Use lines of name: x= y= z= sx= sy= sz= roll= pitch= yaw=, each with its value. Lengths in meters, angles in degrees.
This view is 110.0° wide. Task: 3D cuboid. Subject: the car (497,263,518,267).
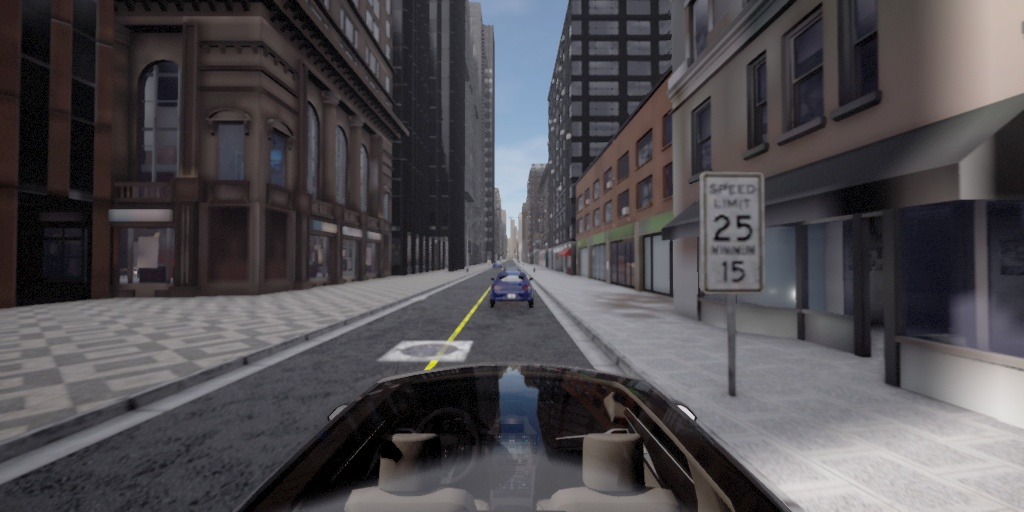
car: x=-0.015 y=1.561 z=31.139 sx=1.994 sy=1.385 sz=4.181 roll=0 pitch=0 yaw=0

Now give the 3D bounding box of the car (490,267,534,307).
car: x=-0.004 y=1.400 z=16.224 sx=1.812 sy=1.442 sz=4.674 roll=0 pitch=0 yaw=0
